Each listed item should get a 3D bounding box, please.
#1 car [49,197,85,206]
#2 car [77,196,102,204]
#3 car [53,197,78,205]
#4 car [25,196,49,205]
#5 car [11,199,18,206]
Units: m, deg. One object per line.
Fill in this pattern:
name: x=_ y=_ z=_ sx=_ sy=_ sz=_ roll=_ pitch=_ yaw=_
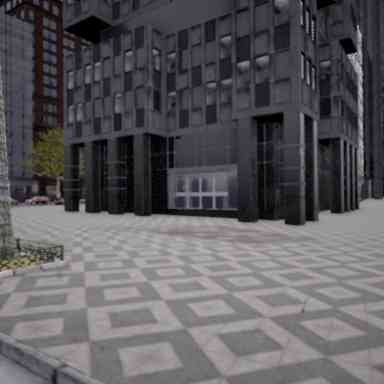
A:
car: x=-19.949 y=1.516 z=53.216 sx=1.947 sy=1.339 sz=4.313 roll=-1 pitch=0 yaw=34
car: x=-20.694 y=1.557 z=67.202 sx=1.752 sy=1.417 sz=4.829 roll=-1 pitch=0 yaw=34
car: x=-23.787 y=1.625 z=62.692 sx=1.802 sy=1.307 sz=4.206 roll=-1 pitch=0 yaw=34
car: x=-26.978 y=1.496 z=58.041 sx=1.967 sy=1.590 sz=4.097 roll=-1 pitch=0 yaw=34
car: x=-30.165 y=1.654 z=53.390 sx=1.802 sy=1.307 sz=4.206 roll=-1 pitch=0 yaw=34
